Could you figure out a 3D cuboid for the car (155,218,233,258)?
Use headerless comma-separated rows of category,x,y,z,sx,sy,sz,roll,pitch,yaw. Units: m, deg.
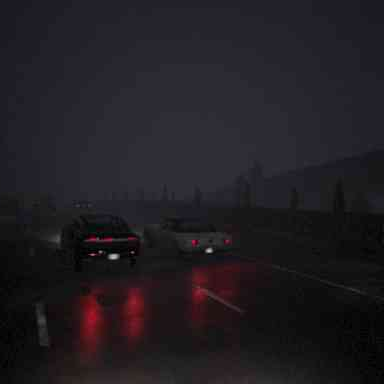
car,-0.408,1.693,13.315,1.895,1.301,4.718,2,0,-27

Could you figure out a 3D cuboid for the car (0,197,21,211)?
car,-20.225,1.278,36.989,1.882,1.535,5.008,2,-2,-27

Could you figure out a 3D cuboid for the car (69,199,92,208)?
car,-12.590,1.509,37.390,2.033,1.411,5.357,2,-1,-27

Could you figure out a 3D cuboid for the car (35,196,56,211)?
car,-16.535,1.231,37.469,2.097,1.767,4.553,2,-2,-26

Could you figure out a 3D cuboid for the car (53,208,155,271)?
car,-3.172,1.491,11.037,2.128,1.511,4.902,2,0,-27
